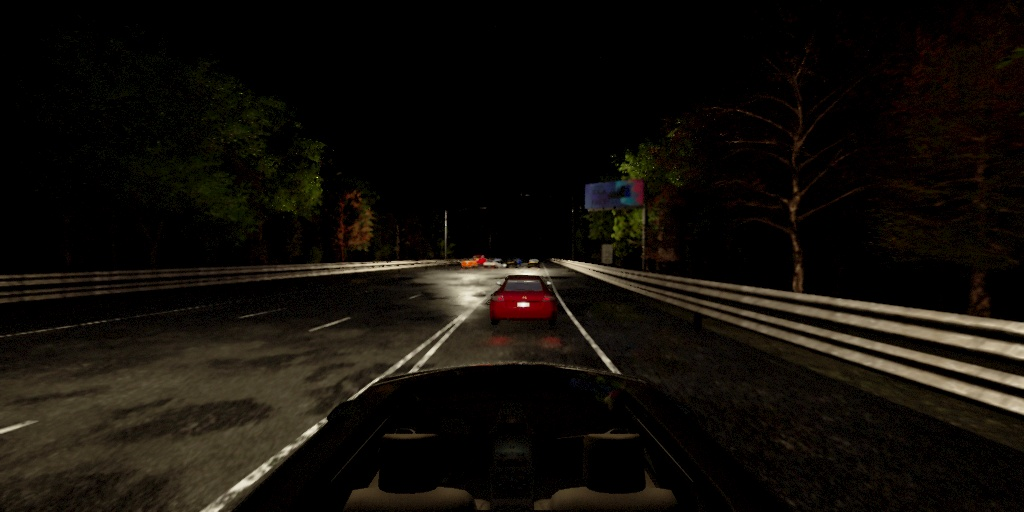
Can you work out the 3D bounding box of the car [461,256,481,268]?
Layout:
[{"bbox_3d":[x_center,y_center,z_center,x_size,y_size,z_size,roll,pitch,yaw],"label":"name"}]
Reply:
[{"bbox_3d":[-6.916,1.091,58.950,2.097,1.767,4.553,0,0,4],"label":"car"}]

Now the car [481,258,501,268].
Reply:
[{"bbox_3d":[-3.422,1.348,58.748,1.895,1.301,4.718,0,0,4],"label":"car"}]

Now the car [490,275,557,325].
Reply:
[{"bbox_3d":[0.393,1.316,11.902,1.994,1.385,4.181,0,0,2],"label":"car"}]

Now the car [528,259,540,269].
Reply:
[{"bbox_3d":[3.524,1.256,57.778,2.128,1.511,4.902,0,0,4],"label":"car"}]

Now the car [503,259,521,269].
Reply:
[{"bbox_3d":[0.035,1.260,58.041,1.837,1.490,4.892,0,0,4],"label":"car"}]
